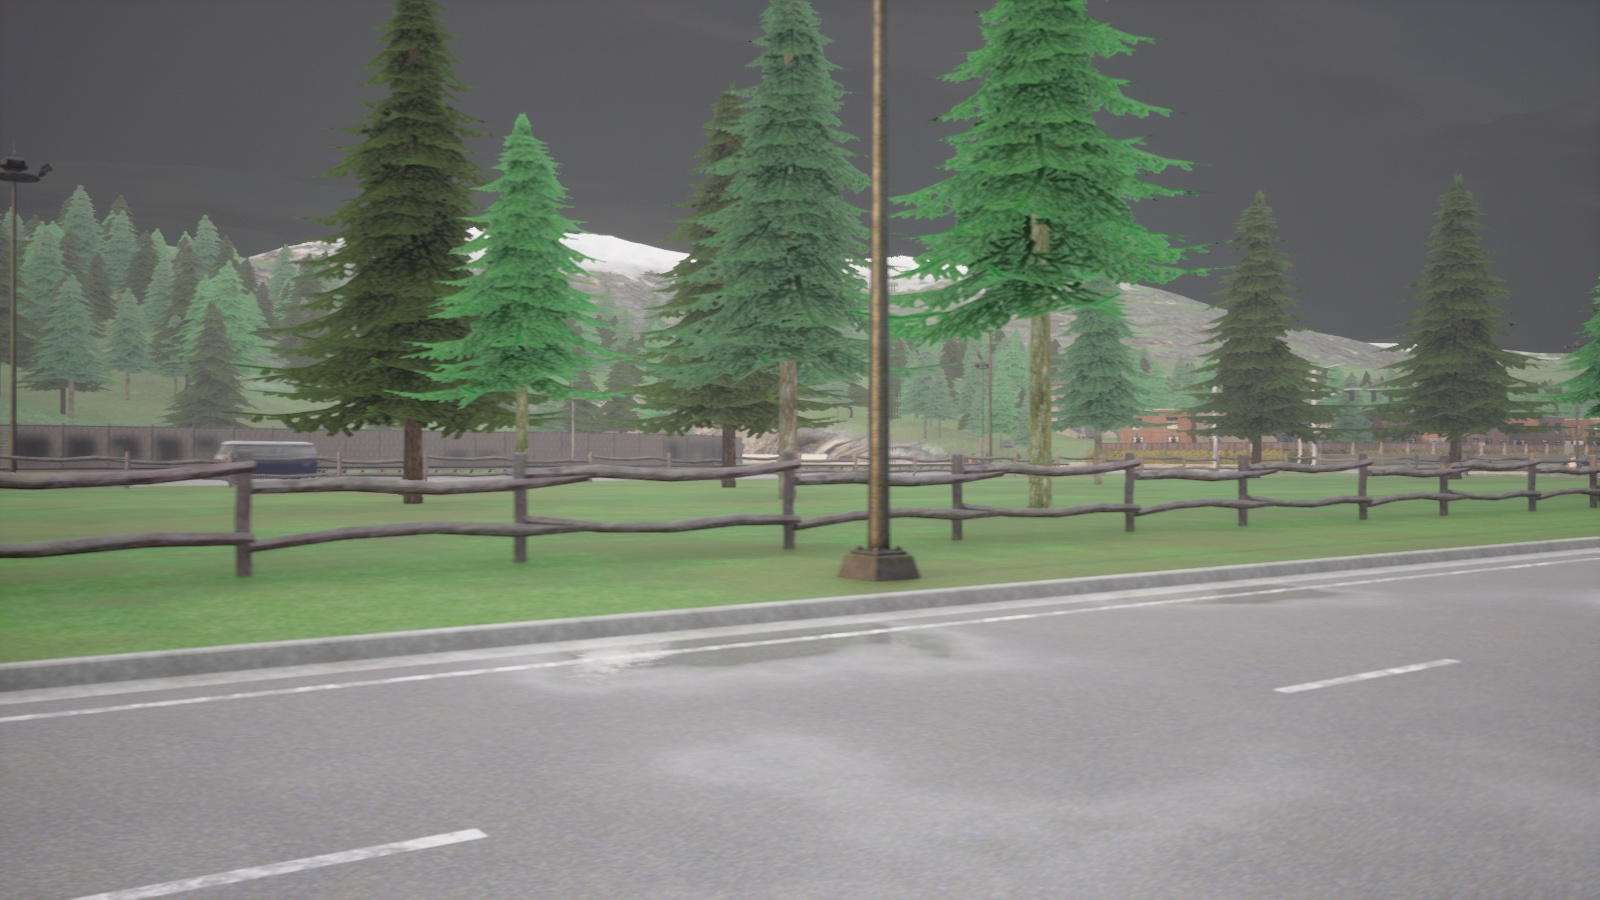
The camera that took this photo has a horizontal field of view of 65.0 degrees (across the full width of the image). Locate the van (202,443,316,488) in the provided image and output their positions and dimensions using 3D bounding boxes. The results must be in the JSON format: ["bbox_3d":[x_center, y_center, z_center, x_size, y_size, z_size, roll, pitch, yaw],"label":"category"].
[{"bbox_3d":[-24.424,0.689,56.773,4.442,1.987,1.775,0,0,-35],"label":"van"}]
